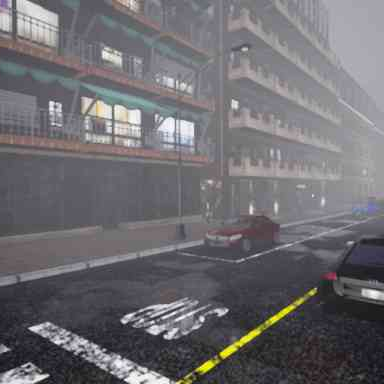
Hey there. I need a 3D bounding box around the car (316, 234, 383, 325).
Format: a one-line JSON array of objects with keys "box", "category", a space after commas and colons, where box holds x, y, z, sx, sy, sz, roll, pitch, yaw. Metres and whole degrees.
[{"box": [4.065, 1.555, 6.738, 1.994, 1.385, 4.181, 0, 0, 38], "category": "car"}]

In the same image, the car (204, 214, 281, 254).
[{"box": [2.189, 1.564, 13.491, 1.802, 1.307, 4.206, -1, 0, 38], "category": "car"}]

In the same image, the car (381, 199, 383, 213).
[{"box": [19.597, 1.538, 35.429, 1.802, 1.307, 4.206, -1, -1, 38], "category": "car"}]

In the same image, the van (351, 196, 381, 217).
[{"box": [16.074, 1.302, 30.994, 1.690, 1.788, 3.998, -1, -1, 38], "category": "van"}]
